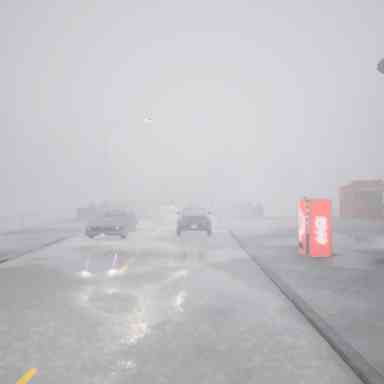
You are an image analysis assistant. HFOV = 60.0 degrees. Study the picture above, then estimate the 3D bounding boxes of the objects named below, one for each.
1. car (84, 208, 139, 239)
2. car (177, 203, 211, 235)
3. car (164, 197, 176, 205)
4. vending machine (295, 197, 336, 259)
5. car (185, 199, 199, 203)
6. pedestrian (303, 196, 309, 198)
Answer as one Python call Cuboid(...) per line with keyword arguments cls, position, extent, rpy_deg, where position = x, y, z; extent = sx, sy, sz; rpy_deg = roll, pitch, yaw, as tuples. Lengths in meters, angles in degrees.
Cuboid(cls="car", position=(-4.086, 1.582, 17.820), extent=(2.033, 1.411, 5.357), rpy_deg=(0, 0, 0))
Cuboid(cls="car", position=(0.110, 1.562, 18.984), extent=(1.812, 1.442, 4.674), rpy_deg=(0, 0, 0))
Cuboid(cls="car", position=(-4.000, 1.607, 60.116), extent=(2.128, 1.511, 4.902), rpy_deg=(0, 0, 1))
Cuboid(cls="vending machine", position=(4.304, 1.218, 11.671), extent=(1.100, 2.100, 0.880), rpy_deg=(0, 0, 0))
Cuboid(cls="car", position=(0.112, 1.628, 42.286), extent=(2.033, 1.411, 5.357), rpy_deg=(0, 0, 0))
Cuboid(cls="pedestrian", position=(4.304, 1.069, 12.609), extent=(0.375, 1.860, 0.375), rpy_deg=(0, 0, 0))
